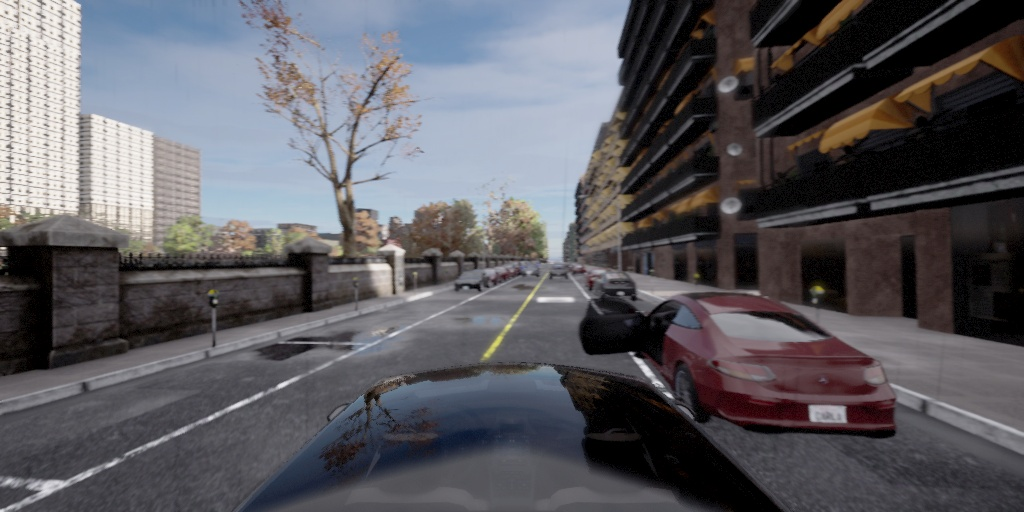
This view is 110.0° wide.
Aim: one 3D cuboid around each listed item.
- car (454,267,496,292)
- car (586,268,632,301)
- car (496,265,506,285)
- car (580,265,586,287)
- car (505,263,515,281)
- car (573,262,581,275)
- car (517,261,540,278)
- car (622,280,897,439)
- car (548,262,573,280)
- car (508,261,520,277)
[{"bbox_3d":[-2.582,1.628,24.428,1.948,1.339,4.313,0,0,7],"label":"car"},{"bbox_3d":[5.023,1.416,17.790,2.007,1.370,4.403,0,0,7],"label":"car"},{"bbox_3d":[-1.874,1.701,30.014,1.802,1.307,4.207,0,0,7],"label":"car"},{"bbox_3d":[5.731,1.466,23.375,1.888,1.381,4.507,0,0,7],"label":"car"},{"bbox_3d":[-1.166,1.722,35.597,1.888,1.381,4.507,0,0,7],"label":"car"},{"bbox_3d":[8.563,1.744,45.713,1.802,1.307,4.207,0,0,7],"label":"car"},{"bbox_3d":[2.171,1.687,40.861,2.128,1.511,4.902,-1,-1,8],"label":"car"},{"bbox_3d":[3.112,1.273,5.498,1.812,1.442,4.674,-1,-1,7],"label":"car"},{"bbox_3d":[4.783,1.591,36.754,2.128,1.511,4.902,-1,-1,7],"label":"car"},{"bbox_3d":[-0.458,1.679,41.180,1.967,1.591,4.097,0,0,7],"label":"car"}]
